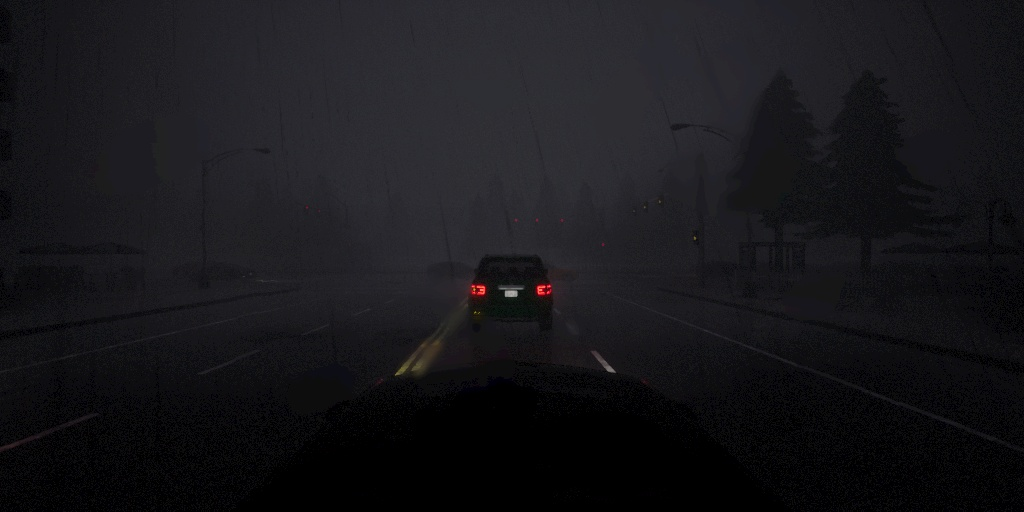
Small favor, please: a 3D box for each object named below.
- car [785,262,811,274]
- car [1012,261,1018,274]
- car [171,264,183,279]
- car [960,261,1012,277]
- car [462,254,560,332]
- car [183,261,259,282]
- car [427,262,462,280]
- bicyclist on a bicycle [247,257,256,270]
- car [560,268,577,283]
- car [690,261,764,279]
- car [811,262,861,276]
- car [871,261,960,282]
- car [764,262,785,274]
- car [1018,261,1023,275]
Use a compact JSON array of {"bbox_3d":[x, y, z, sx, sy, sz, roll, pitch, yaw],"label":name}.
[{"bbox_3d":[30.596,1.295,38.184,4.718,1.301,1.895,0,0,1],"label":"car"},{"bbox_3d":[42.803,1.186,33.619,4.902,1.511,2.128,0,0,13],"label":"car"},{"bbox_3d":[-25.937,1.172,30.542,5.008,1.535,1.882,0,0,-1],"label":"car"},{"bbox_3d":[38.343,1.242,30.750,5.357,1.411,2.033,0,0,6],"label":"car"},{"bbox_3d":[-0.022,0.971,11.024,2.150,2.045,5.566,0,0,0],"label":"car"},{"bbox_3d":[-21.672,1.259,27.103,4.181,1.385,1.994,0,0,-1],"label":"car"},{"bbox_3d":[-4.765,1.226,30.767,4.892,1.490,1.837,0,0,-1],"label":"car"},{"bbox_3d":[-30.106,0.995,41.533,0.582,1.620,1.656,0,0,-1],"label":"bicyclist on a bicycle"},{"bbox_3d":[2.464,1.209,27.332,5.008,1.535,1.882,0,0,-1],"label":"car"},{"bbox_3d":[18.495,1.199,30.976,4.892,1.490,1.837,0,0,-1],"label":"car"},{"bbox_3d":[32.691,1.242,34.680,5.357,1.411,2.033,0,0,1],"label":"car"},{"bbox_3d":[30.595,1.172,27.572,5.008,1.535,1.882,0,0,0],"label":"car"},{"bbox_3d":[22.940,1.186,34.681,4.902,1.511,2.128,0,0,0],"label":"car"},{"bbox_3d":[49.335,1.199,35.419,4.892,1.490,1.837,0,0,20],"label":"car"}]
